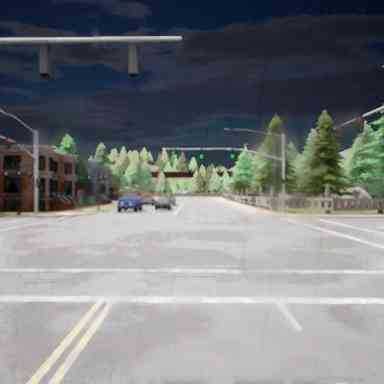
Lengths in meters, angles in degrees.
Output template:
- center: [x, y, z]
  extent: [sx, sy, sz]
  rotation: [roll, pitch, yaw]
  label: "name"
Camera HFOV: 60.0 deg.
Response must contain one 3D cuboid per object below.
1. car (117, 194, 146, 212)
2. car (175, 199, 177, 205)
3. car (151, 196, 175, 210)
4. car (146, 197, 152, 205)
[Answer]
- center: [-7.075, 1.203, 38.482]
  extent: [2.150, 2.045, 5.566]
  rotation: [0, 0, 0]
  label: "car"
- center: [-3.527, 1.476, 53.856]
  extent: [1.837, 1.490, 4.892]
  rotation: [0, 0, 1]
  label: "car"
- center: [-3.558, 1.457, 41.954]
  extent: [1.882, 1.535, 5.008]
  rotation: [0, 0, 0]
  label: "car"
- center: [-7.028, 1.538, 53.520]
  extent: [1.994, 1.385, 4.181]
  rotation: [0, 0, 1]
  label: "car"
